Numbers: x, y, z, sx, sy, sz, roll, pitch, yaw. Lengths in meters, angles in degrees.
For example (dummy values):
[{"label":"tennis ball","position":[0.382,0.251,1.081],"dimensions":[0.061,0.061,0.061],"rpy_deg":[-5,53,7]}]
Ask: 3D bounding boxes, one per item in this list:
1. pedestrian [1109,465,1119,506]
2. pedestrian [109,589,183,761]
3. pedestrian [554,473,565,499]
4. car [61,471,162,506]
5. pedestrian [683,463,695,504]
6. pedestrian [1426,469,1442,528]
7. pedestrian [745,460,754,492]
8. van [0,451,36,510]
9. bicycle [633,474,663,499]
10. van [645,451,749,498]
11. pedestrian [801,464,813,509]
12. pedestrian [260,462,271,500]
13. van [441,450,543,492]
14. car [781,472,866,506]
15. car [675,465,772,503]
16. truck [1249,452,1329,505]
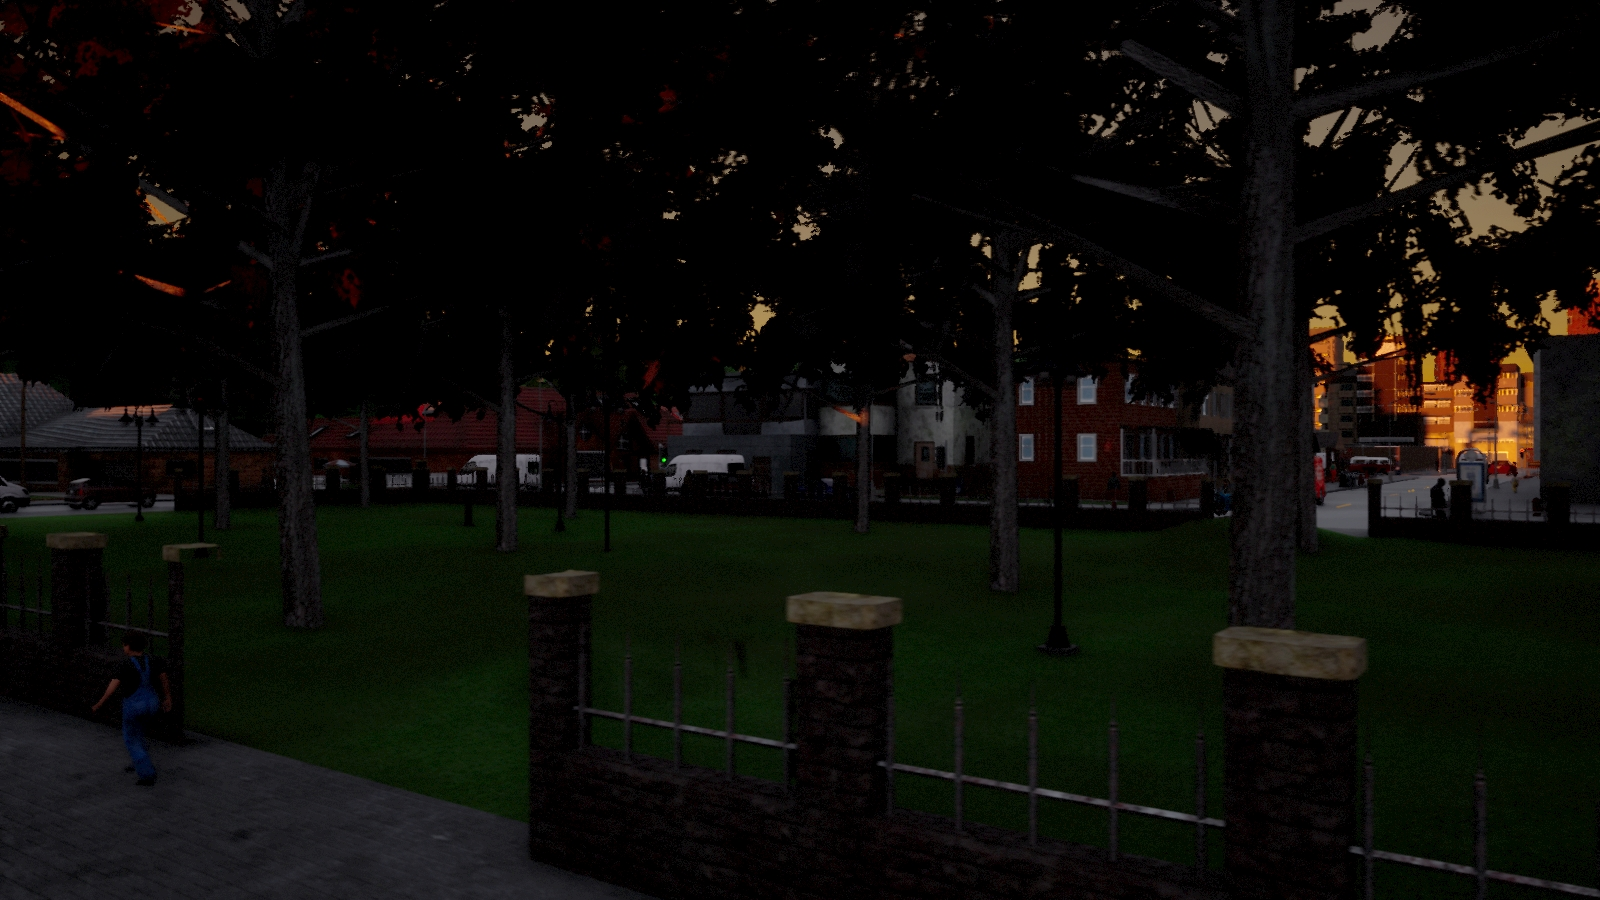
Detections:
[{"label":"pedestrian","position":[14.293,1.628,52.046],"dimensions":[0.375,1.860,0.375],"rpy_deg":[0,0,30]},{"label":"pedestrian","position":[-5.296,1.805,9.257],"dimensions":[0.375,1.300,0.375],"rpy_deg":[0,0,24]},{"label":"pedestrian","position":[-12.023,1.804,57.136],"dimensions":[0.375,1.300,0.375],"rpy_deg":[0,0,-40]},{"label":"car","position":[-32.679,1.805,54.286],"dimensions":[1.789,1.549,3.705],"rpy_deg":[0,0,35]},{"label":"pedestrian","position":[-5.026,1.525,51.752],"dimensions":[0.375,1.860,0.375],"rpy_deg":[0,0,35]},{"label":"pedestrian","position":[19.993,1.525,36.015],"dimensions":[0.375,1.860,0.375],"rpy_deg":[0,0,40]},{"label":"pedestrian","position":[-2.984,1.516,67.104],"dimensions":[0.375,1.860,0.375],"rpy_deg":[0,0,35]},{"label":"van","position":[-36.480,1.314,48.967],"dimensions":[1.988,2.561,5.915],"rpy_deg":[0,0,36]},{"label":"bicycle","position":[-8.067,1.940,60.439],"dimensions":[1.835,1.271,0.329],"rpy_deg":[0,0,35]},{"label":"van","position":[-5.783,1.314,63.632],"dimensions":[5.915,2.561,1.988],"rpy_deg":[0,0,35]},{"label":"pedestrian","position":[0.279,1.524,48.093],"dimensions":[0.375,1.860,0.375],"rpy_deg":[0,0,29]},{"label":"pedestrian","position":[-26.242,1.524,56.111],"dimensions":[0.375,1.860,0.375],"rpy_deg":[0,0,32]},{"label":"van","position":[-19.173,1.313,71.215],"dimensions":[5.915,2.561,1.988],"rpy_deg":[0,-1,15]},{"label":"car","position":[1.091,1.818,54.160],"dimensions":[3.633,1.501,1.845],"rpy_deg":[0,0,36]},{"label":"car","position":[-3.853,1.685,57.413],"dimensions":[4.553,1.767,2.097],"rpy_deg":[0,0,35]},{"label":"truck","position":[24.277,1.347,56.616],"dimensions":[2.627,2.467,5.204],"rpy_deg":[0,0,35]}]
